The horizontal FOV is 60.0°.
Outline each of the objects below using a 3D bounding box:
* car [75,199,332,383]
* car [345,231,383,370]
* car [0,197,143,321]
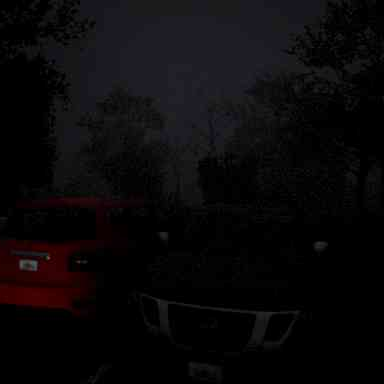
[{"bbox_3d":[0.827,1.193,5.485,2.435,2.045,5.566,2,0,15],"label":"car"},{"bbox_3d":[3.266,1.378,3.838,2.185,1.767,4.553,2,0,15],"label":"car"},{"bbox_3d":[-1.607,1.133,7.242,2.435,2.045,5.566,1,0,15],"label":"car"}]
